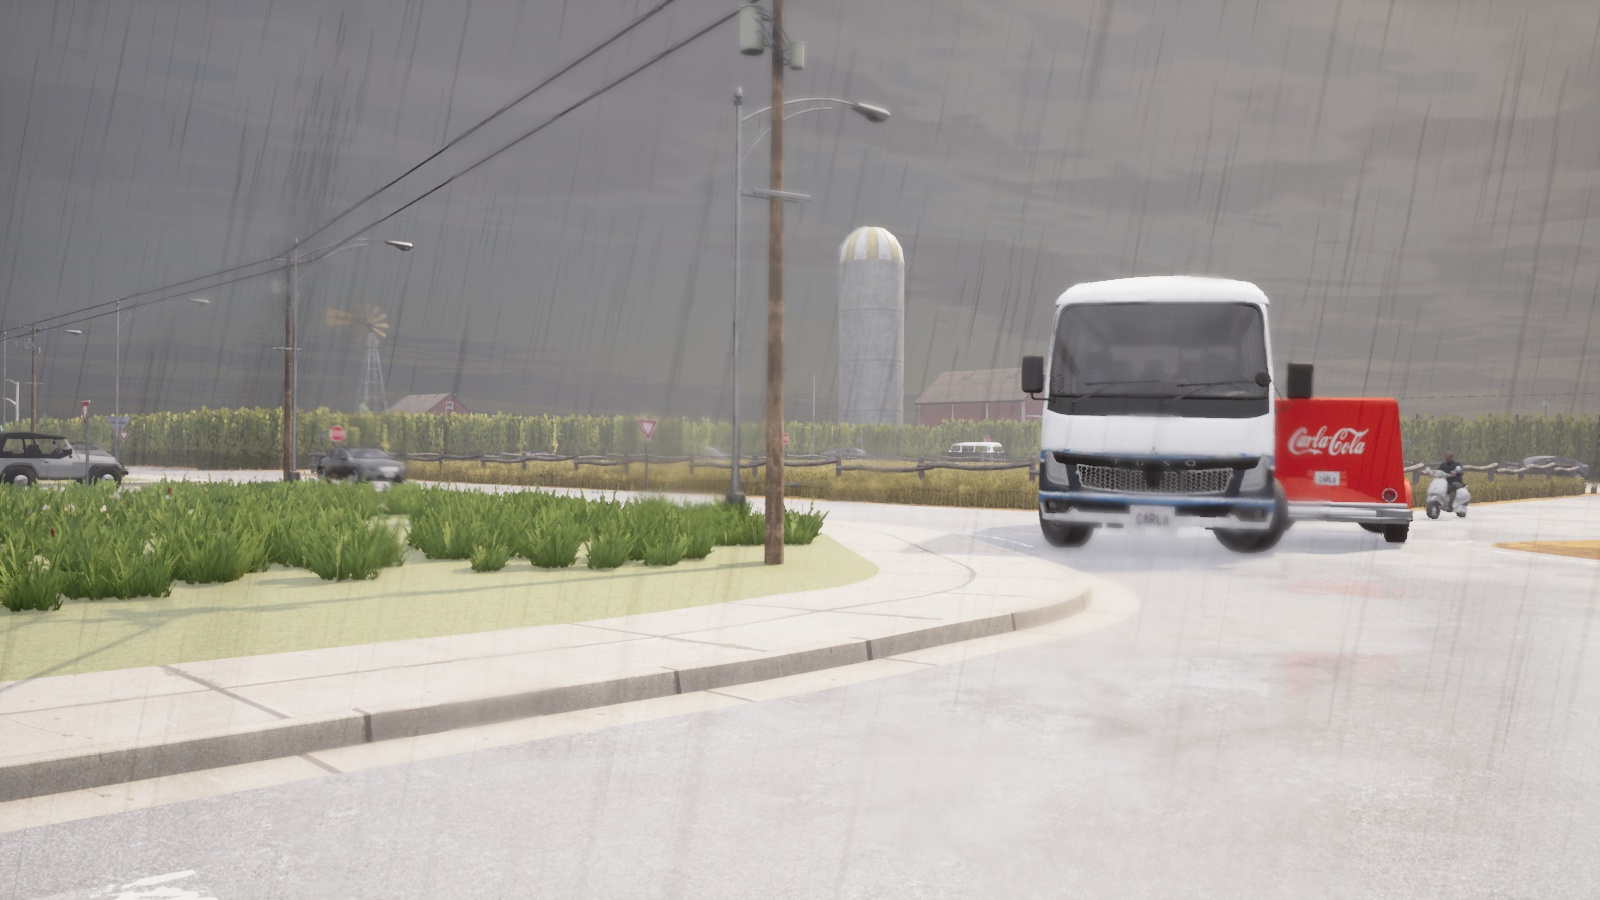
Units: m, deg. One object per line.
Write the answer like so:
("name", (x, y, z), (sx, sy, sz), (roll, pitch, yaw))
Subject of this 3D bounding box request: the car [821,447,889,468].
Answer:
("car", (4.209, 0.564, 96.889), (4.892, 1.490, 1.837), (1, -1, 22))

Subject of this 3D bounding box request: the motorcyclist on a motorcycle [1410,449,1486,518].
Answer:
("motorcyclist on a motorcycle", (15.313, 0.766, 29.661), (1.817, 1.590, 0.866), (0, 0, -36))

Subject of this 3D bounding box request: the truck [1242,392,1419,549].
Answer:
("truck", (9.536, 0.296, 22.681), (2.627, 2.467, 5.204), (0, 1, 23))

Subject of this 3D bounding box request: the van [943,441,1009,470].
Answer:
("van", (12.970, 0.393, 92.609), (2.069, 2.038, 4.480), (0, 1, -42))

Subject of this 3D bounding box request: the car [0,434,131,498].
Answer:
("car", (-22.846, 0.482, 38.363), (3.866, 1.878, 1.905), (1, -1, -44))

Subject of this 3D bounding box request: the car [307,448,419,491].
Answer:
("car", (-16.310, 0.671, 46.761), (2.128, 1.511, 4.902), (0, 0, -43))

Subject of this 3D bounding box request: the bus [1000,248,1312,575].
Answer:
("bus", (6.260, -0.630, 21.807), (3.944, 4.253, 10.273), (1, 1, 18))

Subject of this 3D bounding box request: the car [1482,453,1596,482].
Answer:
("car", (39.237, 0.914, 66.755), (4.892, 1.490, 1.837), (0, 1, 2))

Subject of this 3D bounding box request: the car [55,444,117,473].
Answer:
("car", (-42.825, 0.484, 75.257), (2.242, 1.667, 4.611), (0, 0, -43))
